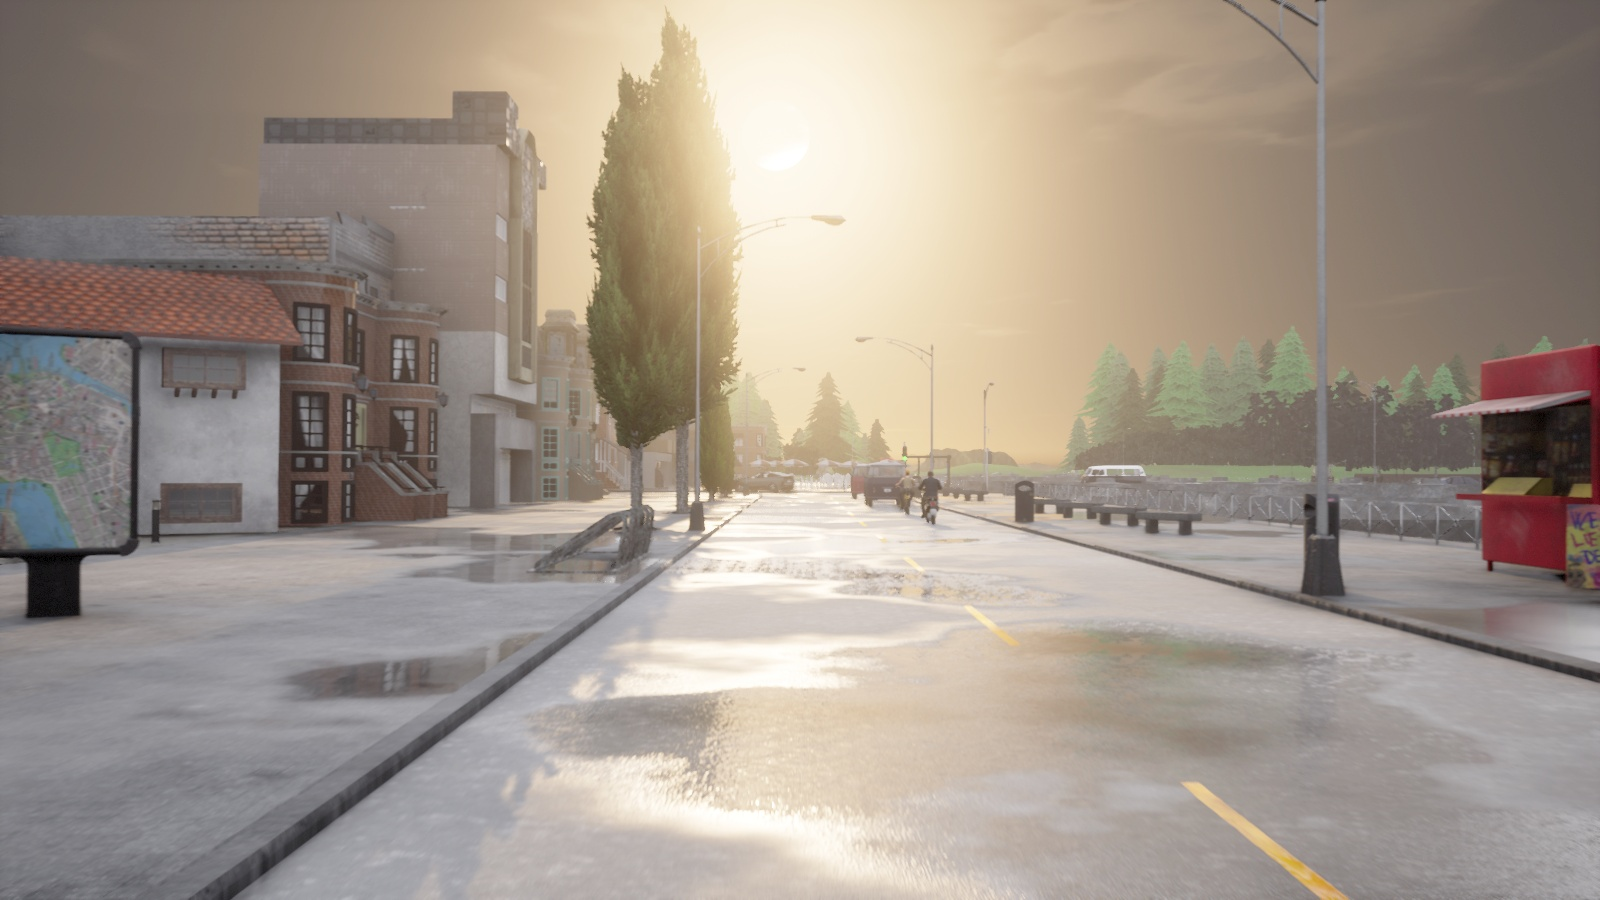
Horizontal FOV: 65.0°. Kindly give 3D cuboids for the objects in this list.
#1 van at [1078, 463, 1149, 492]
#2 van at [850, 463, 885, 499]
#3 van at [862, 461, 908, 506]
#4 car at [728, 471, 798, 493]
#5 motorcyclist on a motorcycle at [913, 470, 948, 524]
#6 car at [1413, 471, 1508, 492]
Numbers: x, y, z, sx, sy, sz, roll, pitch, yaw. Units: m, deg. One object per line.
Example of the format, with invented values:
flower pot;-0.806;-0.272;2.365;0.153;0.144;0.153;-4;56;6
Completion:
van;22.199;1.939;89.004;4.480;2.038;2.069;0;-1;0
van;3.813;1.751;71.611;1.775;1.987;4.442;0;-1;0
van;3.850;1.513;57.382;1.775;1.987;4.442;0;-1;0
car;-2.611;2.240;87.676;4.514;1.525;2.007;-1;-1;32
motorcyclist on a motorcycle;3.901;1.383;37.652;0.866;1.590;1.817;0;-1;0
car;44.740;2.108;85.102;5.357;1.411;2.033;0;-1;1
